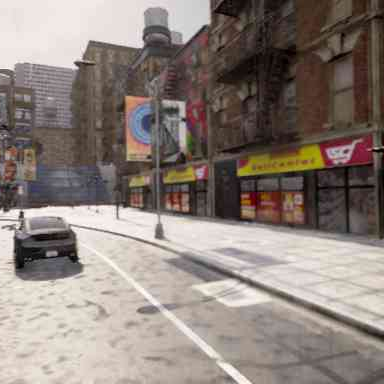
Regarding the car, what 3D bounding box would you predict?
[{"bbox_3d":[-5.407,1.636,12.108,1.837,1.490,4.892,-1,0,-29],"label":"car"}]
